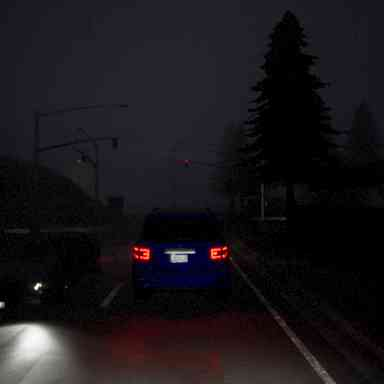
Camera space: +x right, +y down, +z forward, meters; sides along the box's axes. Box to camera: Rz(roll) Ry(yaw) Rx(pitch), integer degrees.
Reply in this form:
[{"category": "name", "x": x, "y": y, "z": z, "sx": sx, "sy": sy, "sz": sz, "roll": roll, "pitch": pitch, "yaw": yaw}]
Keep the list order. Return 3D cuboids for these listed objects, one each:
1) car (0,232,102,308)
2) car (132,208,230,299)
[{"category": "car", "x": -3.840, "y": 1.824, "z": 9.009, "sx": 2.033, "sy": 1.411, "sz": 5.357, "roll": -2, "pitch": -1, "yaw": -3}, {"category": "car", "x": -0.240, "y": 1.439, "z": 9.239, "sx": 2.150, "sy": 2.045, "sz": 5.566, "roll": 0, "pitch": -1, "yaw": 0}]
